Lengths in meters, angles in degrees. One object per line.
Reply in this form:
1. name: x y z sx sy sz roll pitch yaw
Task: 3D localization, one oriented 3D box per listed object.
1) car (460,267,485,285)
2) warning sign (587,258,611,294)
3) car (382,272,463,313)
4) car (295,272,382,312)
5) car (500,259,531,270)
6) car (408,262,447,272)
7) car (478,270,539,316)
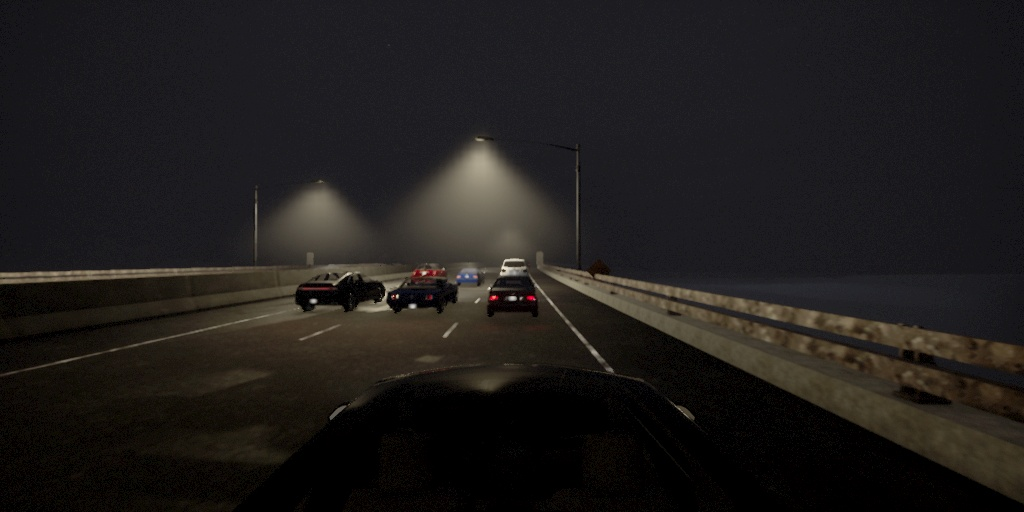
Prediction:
1. car: -3.277 1.606 28.944 2.033 1.411 5.357 0 -1 1
2. warning sign: 4.634 1.056 19.036 1.300 1.860 1.060 0 0 1
3. car: -3.436 1.495 14.742 1.895 1.301 4.718 0 -1 1
4. car: -6.931 1.391 15.008 2.128 1.511 4.902 0 0 1
5. car: 0.223 1.281 28.923 2.150 2.045 5.566 0 0 1
6. car: -6.752 1.421 29.902 2.097 1.767 4.553 0 -1 1
7. car: 0.050 1.433 14.006 2.033 1.411 5.357 0 -1 1
